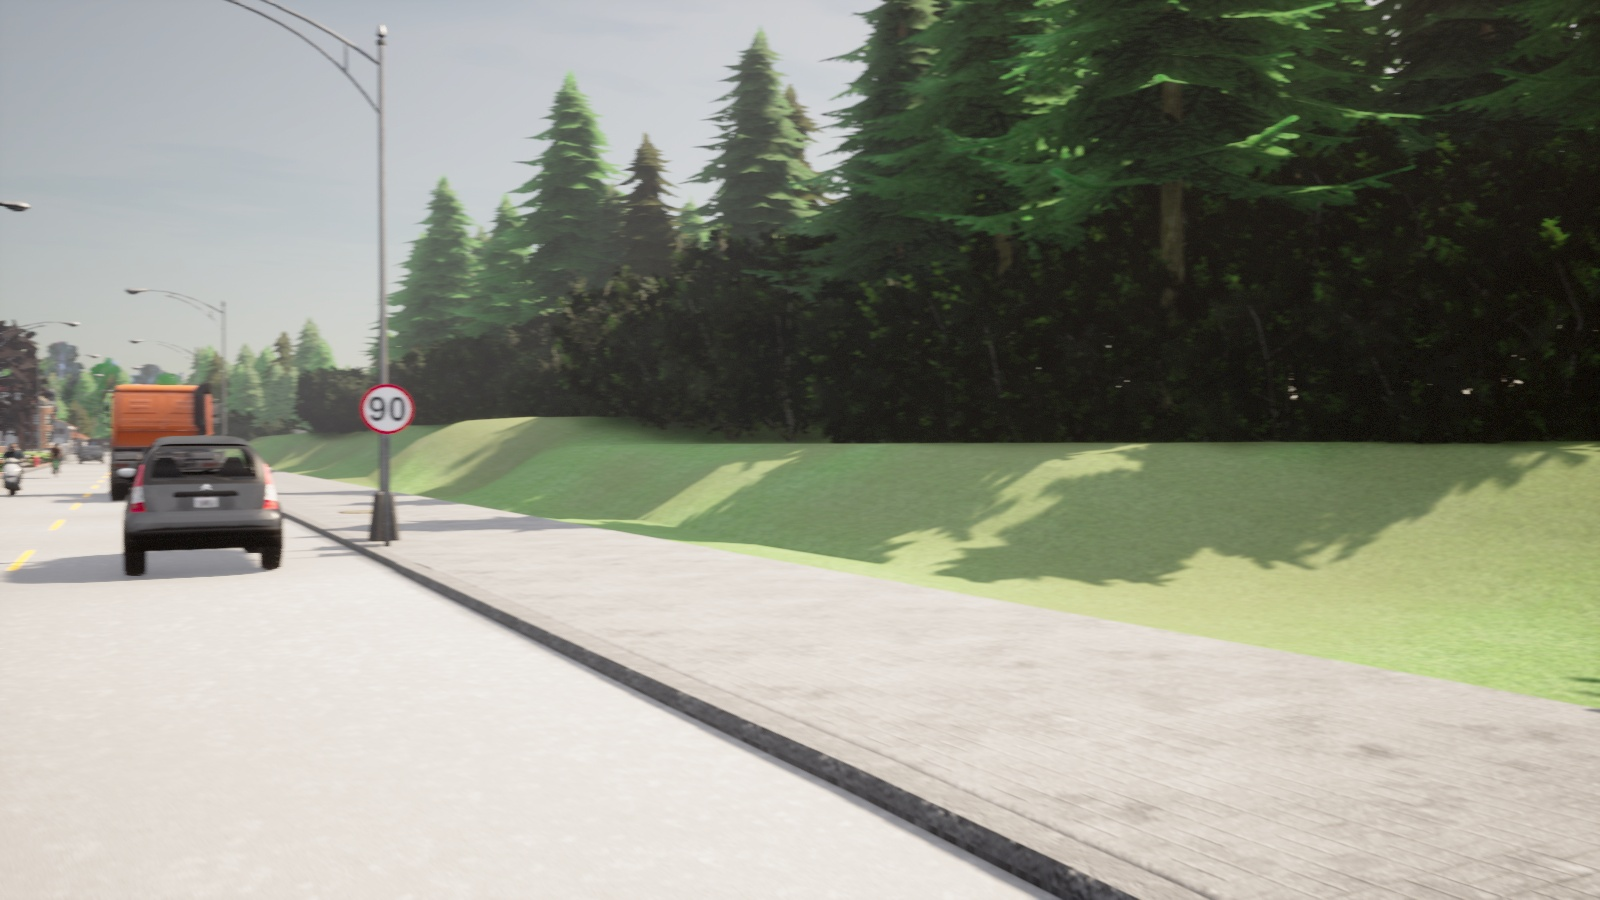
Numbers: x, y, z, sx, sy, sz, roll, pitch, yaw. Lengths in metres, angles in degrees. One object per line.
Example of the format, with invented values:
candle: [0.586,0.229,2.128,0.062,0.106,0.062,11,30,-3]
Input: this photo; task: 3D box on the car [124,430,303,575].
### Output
car: [-7.613,0.571,16.163,1.851,1.617,3.988,0,0,-27]

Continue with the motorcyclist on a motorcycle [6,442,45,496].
motorcyclist on a motorcycle: [-23.401,0.543,37.963,0.866,1.590,1.817,0,0,-27]

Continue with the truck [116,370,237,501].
truck: [-18.524,-0.401,37.232,2.891,3.462,7.936,0,0,-27]
